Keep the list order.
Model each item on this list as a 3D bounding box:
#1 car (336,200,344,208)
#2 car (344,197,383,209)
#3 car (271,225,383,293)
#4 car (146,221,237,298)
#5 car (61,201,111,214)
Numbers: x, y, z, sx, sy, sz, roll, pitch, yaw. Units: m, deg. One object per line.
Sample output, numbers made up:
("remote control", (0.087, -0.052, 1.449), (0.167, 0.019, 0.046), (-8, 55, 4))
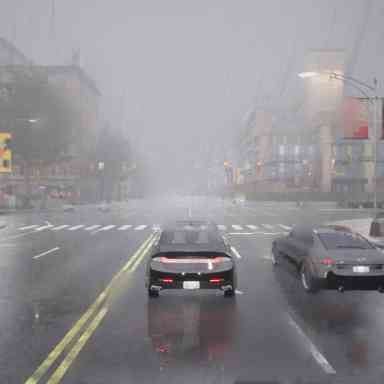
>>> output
("car", (22.793, 1.492, 46.591), (4.902, 1.511, 2.128), (0, 0, 0))
("car", (23.014, 1.478, 43.096), (5.008, 1.535, 1.882), (0, 0, 0))
("car", (3.479, 1.564, 8.867), (1.994, 1.385, 4.181), (0, 0, 0))
("car", (-0.020, 1.492, 8.530), (2.128, 1.511, 4.902), (0, 0, 0))
("car", (-10.935, 1.601, 34.668), (4.718, 1.301, 1.895), (0, 0, 0))
